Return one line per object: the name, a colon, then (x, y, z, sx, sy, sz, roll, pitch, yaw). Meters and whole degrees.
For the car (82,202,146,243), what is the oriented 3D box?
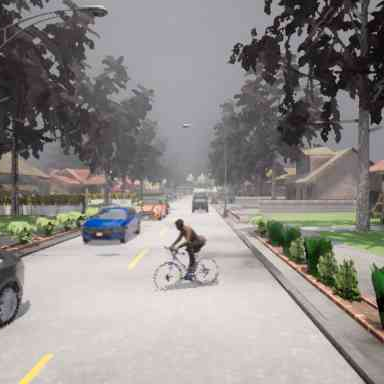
car: (-3.752, 1.477, 16.187, 1.882, 1.535, 5.008, 0, 0, 1)

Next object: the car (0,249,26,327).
car: (-4.037, 1.505, 4.245, 1.837, 1.490, 4.892, 0, 0, 1)

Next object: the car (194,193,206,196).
car: (1.194, 1.221, 49.864, 2.150, 2.045, 5.566, 0, 0, 2)

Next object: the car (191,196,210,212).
car: (0.945, 1.505, 38.401, 1.837, 1.490, 4.892, 0, 0, 2)

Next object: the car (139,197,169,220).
car: (-3.387, 1.352, 27.551, 2.097, 1.767, 4.553, 0, 0, 1)

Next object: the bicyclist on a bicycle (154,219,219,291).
bicyclist on a bicycle: (-0.119, 1.443, 7.737, 1.656, 1.620, 0.582, -2, 1, -24)

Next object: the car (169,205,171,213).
car: (-3.291, 1.564, 33.751, 1.994, 1.385, 4.181, 0, 0, 2)
